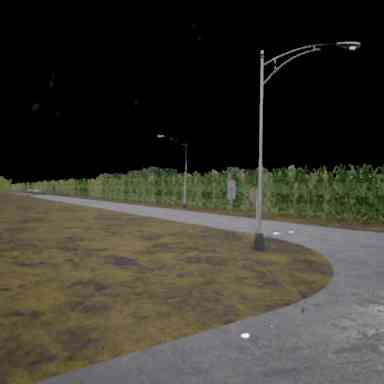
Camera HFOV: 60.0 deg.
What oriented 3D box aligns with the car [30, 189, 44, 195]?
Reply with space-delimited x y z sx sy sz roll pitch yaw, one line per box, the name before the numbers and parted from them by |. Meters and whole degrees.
car | -38.062 0.000 82.683 2.128 1.511 4.902 1 0 -35
